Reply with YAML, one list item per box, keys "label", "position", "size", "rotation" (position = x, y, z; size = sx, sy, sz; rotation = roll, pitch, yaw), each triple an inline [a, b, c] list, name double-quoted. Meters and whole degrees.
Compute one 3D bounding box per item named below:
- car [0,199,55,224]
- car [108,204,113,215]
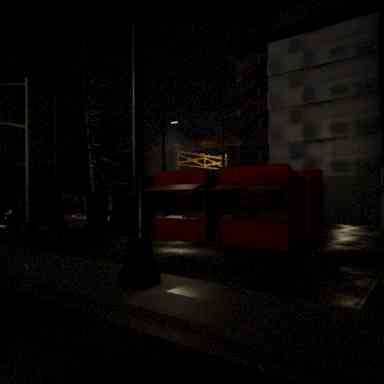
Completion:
- label: "car"
  position: [-12.922, 1.491, 26.298]
  size: [2.097, 1.767, 4.553]
  rotation: [-1, -1, 36]
- label: "car"
  position: [-7.210, 1.664, 34.146]
  size: [1.812, 1.442, 4.674]
  rotation: [-1, -1, 36]
